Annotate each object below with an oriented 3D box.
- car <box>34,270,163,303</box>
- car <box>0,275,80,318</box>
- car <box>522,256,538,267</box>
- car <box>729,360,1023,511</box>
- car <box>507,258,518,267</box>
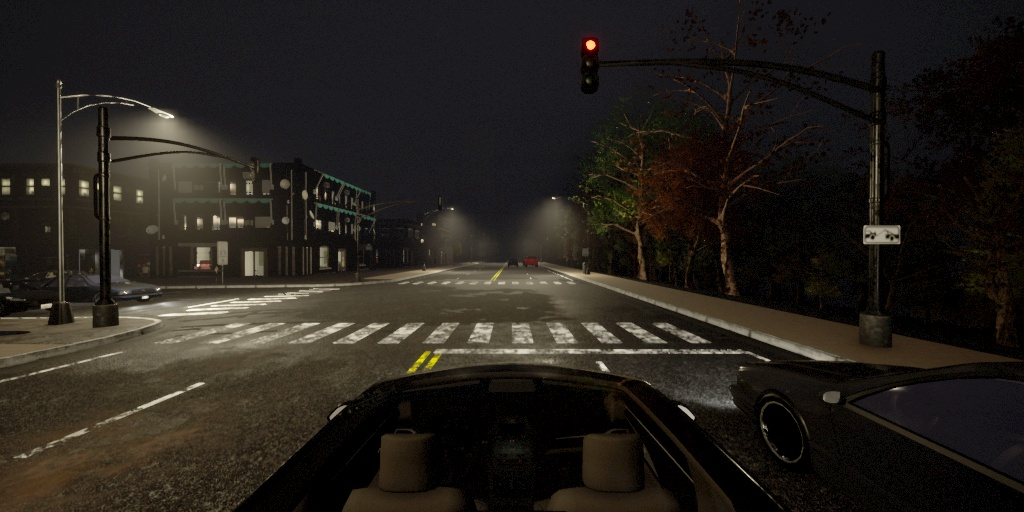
[{"bbox_3d":[-19.282,1.511,16.413,5.357,1.411,2.033,-1,1,3],"label":"car"},{"bbox_3d":[-19.931,1.565,13.688,4.313,1.339,1.948,0,0,0],"label":"car"},{"bbox_3d":[3.440,0.948,63.902,2.150,2.045,5.566,0,0,0],"label":"car"},{"bbox_3d":[3.326,1.297,1.696,2.033,1.411,5.357,0,0,3],"label":"car"},{"bbox_3d":[0.194,1.232,64.551,1.837,1.490,4.892,0,0,0],"label":"car"}]
